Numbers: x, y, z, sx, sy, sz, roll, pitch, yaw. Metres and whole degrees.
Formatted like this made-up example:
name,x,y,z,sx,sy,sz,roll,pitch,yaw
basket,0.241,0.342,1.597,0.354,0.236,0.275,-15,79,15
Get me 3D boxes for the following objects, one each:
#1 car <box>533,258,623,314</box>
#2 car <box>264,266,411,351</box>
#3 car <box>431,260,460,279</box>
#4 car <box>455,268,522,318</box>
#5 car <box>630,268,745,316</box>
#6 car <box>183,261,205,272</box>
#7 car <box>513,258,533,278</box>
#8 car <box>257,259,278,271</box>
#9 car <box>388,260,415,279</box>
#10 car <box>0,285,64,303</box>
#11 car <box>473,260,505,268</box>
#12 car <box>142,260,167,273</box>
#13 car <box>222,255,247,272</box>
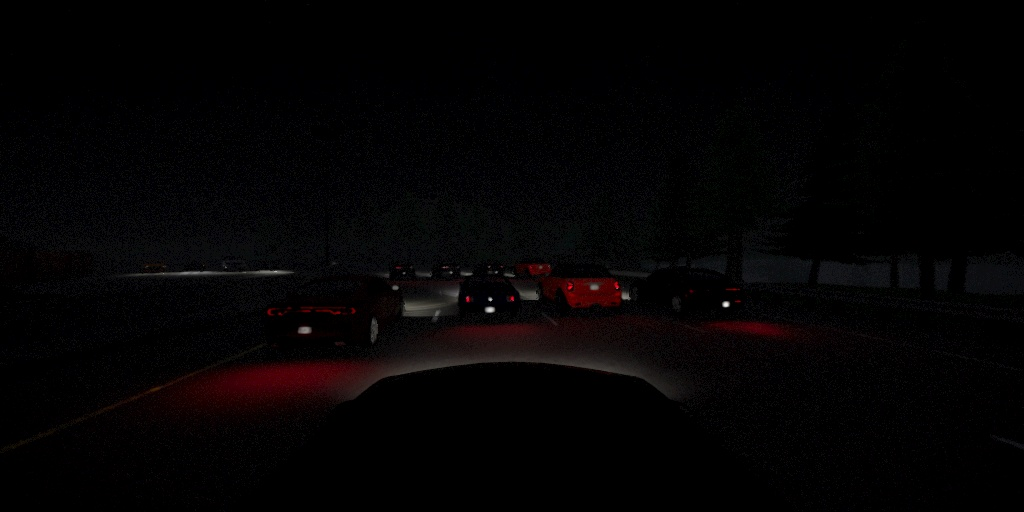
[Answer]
name,x,y,z,sx,sy,sz,roll,pitch,yaw
car,2.371,1.017,13.640,2.097,1.767,4.553,0,0,-8
car,-4.062,1.201,9.071,1.882,1.535,5.008,0,0,-6
car,-5.662,1.090,30.456,2.128,1.511,4.902,0,0,-21
car,-0.950,1.287,12.795,1.895,1.301,4.718,0,0,-8
car,6.011,1.157,12.965,1.837,1.490,4.892,0,0,-7
car,-40.050,1.272,45.217,4.718,1.301,1.895,0,0,45
car,1.633,0.914,30.800,2.097,1.767,4.553,0,0,-19
car,-31.962,1.115,46.807,2.128,1.511,4.902,0,0,-42
car,-9.289,1.110,30.142,2.128,1.511,4.902,0,0,-22
car,-14.694,1.377,8.897,1.895,1.301,4.718,0,0,-7
car,-2.046,1.071,30.767,2.128,1.511,4.902,0,0,-19
car,-42.045,1.178,42.239,1.882,1.535,5.008,0,0,-45
car,-34.447,0.868,44.382,2.150,2.045,5.566,0,0,-42
